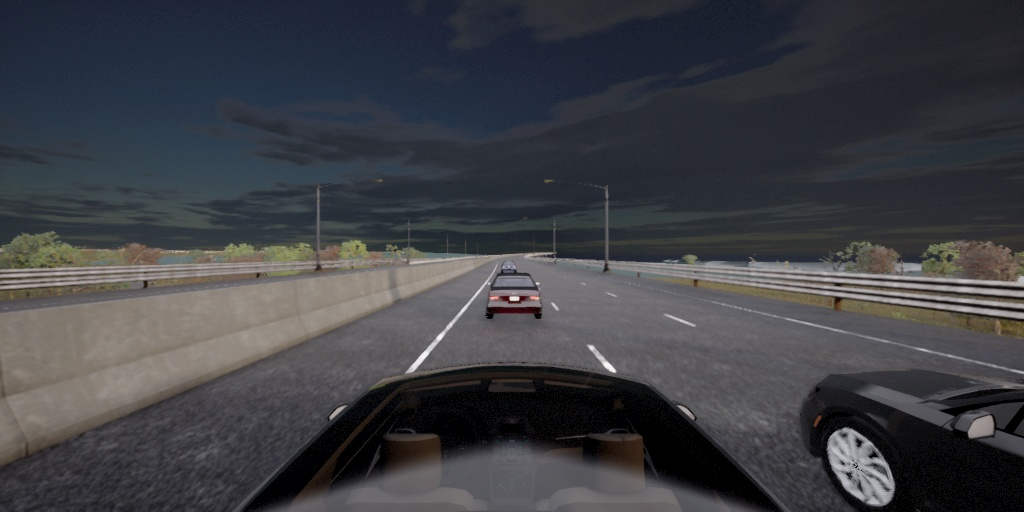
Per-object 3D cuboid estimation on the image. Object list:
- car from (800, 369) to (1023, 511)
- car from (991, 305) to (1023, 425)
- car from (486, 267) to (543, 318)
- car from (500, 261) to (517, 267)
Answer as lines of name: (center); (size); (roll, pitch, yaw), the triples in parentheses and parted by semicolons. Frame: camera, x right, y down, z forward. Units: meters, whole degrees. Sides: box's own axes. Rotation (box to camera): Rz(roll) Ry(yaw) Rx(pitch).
car: (3.592, 1.254, 1.321); (1.837, 1.490, 4.892); (0, 0, 0)
car: (7.090, 1.313, 2.472); (1.994, 1.385, 4.181); (0, 0, 0)
car: (0.053, 1.296, 13.018); (2.033, 1.411, 5.357); (0, 0, 0)
car: (-0.381, 1.270, 42.035); (2.033, 1.411, 5.357); (0, 0, -1)
